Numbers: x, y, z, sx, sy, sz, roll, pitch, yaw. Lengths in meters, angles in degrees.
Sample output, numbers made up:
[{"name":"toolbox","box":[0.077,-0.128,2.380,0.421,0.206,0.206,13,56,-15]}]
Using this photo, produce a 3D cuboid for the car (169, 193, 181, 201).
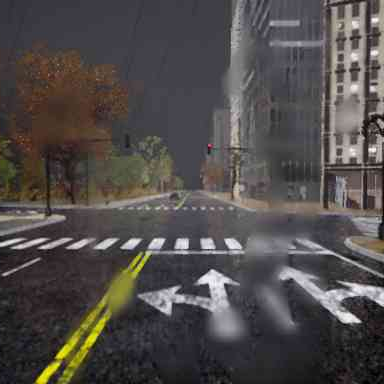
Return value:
[{"name":"car","box":[-3.238,0.908,62.516,1.837,1.490,4.892,0,3,0]}]
